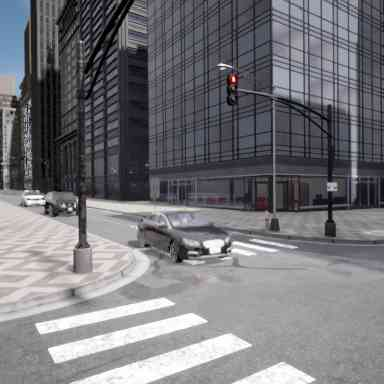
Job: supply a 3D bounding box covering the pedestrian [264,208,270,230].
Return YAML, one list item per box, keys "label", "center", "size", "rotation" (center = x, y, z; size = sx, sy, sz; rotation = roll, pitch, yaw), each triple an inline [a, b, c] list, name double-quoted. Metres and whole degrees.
- label: "pedestrian"
  center: [3.906, 1.374, 17.249]
  size: [0.500, 1.100, 0.500]
  rotation: [0, 0, -34]

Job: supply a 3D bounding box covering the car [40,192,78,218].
- label: "car"
  center: [-11.038, 0.988, 28.235]
  size: [2.150, 2.045, 5.566]
  rotation: [-1, 1, -34]

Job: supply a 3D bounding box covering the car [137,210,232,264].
- label: "car"
  center: [-0.475, 1.437, 11.984]
  size: [2.128, 1.511, 4.902]
  rotation: [-1, 1, -28]

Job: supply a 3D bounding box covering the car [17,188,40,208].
- label: "car"
  center: [-19.885, 0.821, 41.398]
  size: [2.150, 2.045, 5.566]
  rotation: [-1, 1, -34]

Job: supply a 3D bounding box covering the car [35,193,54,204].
- label: "car"
  center: [-22.851, 0.952, 51.446]
  size: [1.837, 1.490, 4.892]
  rotation: [-1, 1, -34]
